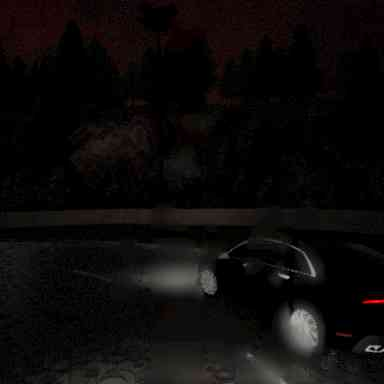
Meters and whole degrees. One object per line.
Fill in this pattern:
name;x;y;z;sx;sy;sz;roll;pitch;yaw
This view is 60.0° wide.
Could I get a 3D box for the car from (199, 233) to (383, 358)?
car;1.785;1.523;6.224;1.837;1.490;4.892;0;-1;-24
